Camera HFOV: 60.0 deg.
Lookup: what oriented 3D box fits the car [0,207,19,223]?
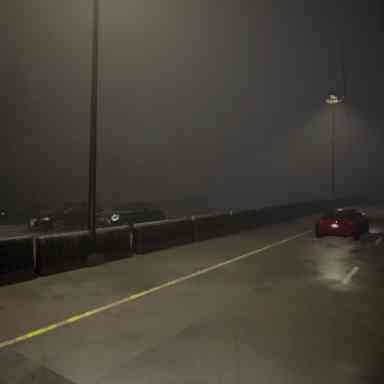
[{"bbox_3d":[-12.368,1.547,25.085,1.895,1.301,4.718,0,0,34],"label":"car"}]

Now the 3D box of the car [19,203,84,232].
[{"bbox_3d":[-7.299,1.450,20.099,2.128,1.511,4.902,0,0,34],"label":"car"}]

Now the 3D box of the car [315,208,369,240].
[{"bbox_3d":[7.633,1.507,16.767,1.994,1.385,4.181,0,0,34],"label":"car"}]

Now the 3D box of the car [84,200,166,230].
[{"bbox_3d":[-3.587,1.308,19.322,2.097,1.767,4.553,0,0,34],"label":"car"}]

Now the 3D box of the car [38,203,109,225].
[{"bbox_3d":[-8.556,1.541,24.454,1.895,1.301,4.718,0,0,34],"label":"car"}]
